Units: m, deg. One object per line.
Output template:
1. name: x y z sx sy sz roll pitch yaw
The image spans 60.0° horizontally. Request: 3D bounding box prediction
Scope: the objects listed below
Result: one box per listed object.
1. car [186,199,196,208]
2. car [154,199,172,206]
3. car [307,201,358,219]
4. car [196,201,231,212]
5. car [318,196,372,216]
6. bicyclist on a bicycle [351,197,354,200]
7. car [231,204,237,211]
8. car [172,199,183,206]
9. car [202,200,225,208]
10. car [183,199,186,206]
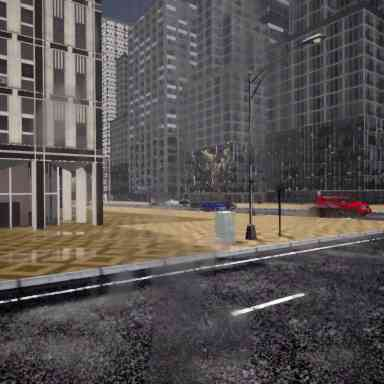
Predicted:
1. car: 1.304 2.305 61.971 1.994 1.385 4.181 -1 -1 -35
2. car: -6.291 2.173 61.347 1.895 1.301 4.718 -1 -1 -35
3. car: 13.628 1.879 33.062 1.994 1.385 4.181 -1 0 -35
4. car: 3.008 2.131 48.064 1.812 1.442 4.674 -1 0 -35
5. car: 15.962 1.512 35.386 2.150 2.045 5.566 -1 0 -35
6. bicyclist on a bicycle: 21.996 1.578 45.642 1.656 1.620 0.582 -1 0 -35
7. car: 4.786 2.105 51.183 1.837 1.490 4.892 -1 0 -35
8. car: -4.378 2.252 69.890 1.812 1.442 4.674 -1 -1 -35
9. car: 4.040 2.310 63.634 1.895 1.301 4.718 -1 -1 -35
10. car: -1.726 2.224 71.769 2.128 1.511 4.902 -1 -1 -35
